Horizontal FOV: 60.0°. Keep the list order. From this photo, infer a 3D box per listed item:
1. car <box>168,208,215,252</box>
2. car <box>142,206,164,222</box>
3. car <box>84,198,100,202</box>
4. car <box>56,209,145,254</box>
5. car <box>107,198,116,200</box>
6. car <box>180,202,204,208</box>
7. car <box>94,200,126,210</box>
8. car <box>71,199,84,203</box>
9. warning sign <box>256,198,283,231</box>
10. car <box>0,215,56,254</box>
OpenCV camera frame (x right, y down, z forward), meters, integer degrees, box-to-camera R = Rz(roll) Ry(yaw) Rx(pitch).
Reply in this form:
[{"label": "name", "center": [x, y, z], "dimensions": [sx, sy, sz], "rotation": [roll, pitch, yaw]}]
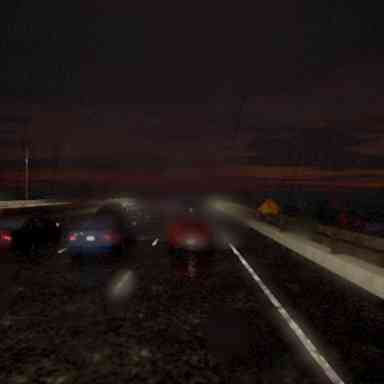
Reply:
[{"label": "car", "center": [0.004, 1.659, 14.367], "dimensions": [1.812, 1.442, 4.674], "rotation": [0, 0, 0]}, {"label": "car", "center": [-3.502, 1.865, 29.100], "dimensions": [1.895, 1.301, 4.718], "rotation": [0, 0, 0]}, {"label": "car", "center": [-21.011, 2.094, 71.748], "dimensions": [1.882, 1.535, 5.008], "rotation": [0, 0, 0]}, {"label": "car", "center": [-3.501, 1.677, 13.982], "dimensions": [2.033, 1.411, 5.357], "rotation": [0, 0, 0]}, {"label": "car", "center": [-17.511, 2.117, 71.748], "dimensions": [1.837, 1.490, 4.892], "rotation": [0, 0, 0]}, {"label": "car", "center": [-0.001, 1.614, 29.073], "dimensions": [2.097, 1.767, 4.553], "rotation": [0, -1, 0]}, {"label": "car", "center": [-6.997, 1.745, 29.484], "dimensions": [1.882, 1.535, 5.008], "rotation": [0, 0, 0]}, {"label": "car", "center": [-24.511, 2.169, 71.748], "dimensions": [1.994, 1.385, 4.181], "rotation": [0, 0, 0]}, {"label": "warning sign", "center": [4.556, 1.296, 19.607], "dimensions": [1.300, 1.860, 1.060], "rotation": [1, 0, 0]}, {"label": "car", "center": [-7.001, 1.677, 13.982], "dimensions": [2.033, 1.411, 5.357], "rotation": [0, 0, 0]}]
